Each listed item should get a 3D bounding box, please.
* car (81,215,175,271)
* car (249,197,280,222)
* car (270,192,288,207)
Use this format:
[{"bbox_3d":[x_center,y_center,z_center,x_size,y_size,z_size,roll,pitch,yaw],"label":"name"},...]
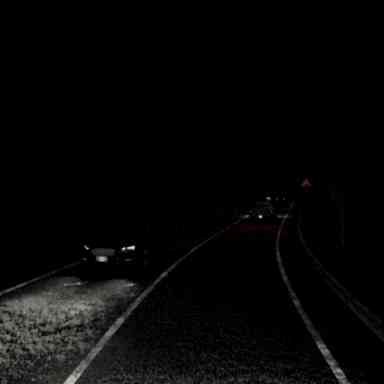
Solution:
[{"bbox_3d":[-1.940,1.562,11.376,2.128,1.511,4.902,-1,-1,12],"label":"car"},{"bbox_3d":[5.359,1.409,24.945,1.812,1.442,4.674,-1,1,17],"label":"car"},{"bbox_3d":[10.585,0.792,40.851,2.097,1.767,4.553,-2,3,18],"label":"car"}]
